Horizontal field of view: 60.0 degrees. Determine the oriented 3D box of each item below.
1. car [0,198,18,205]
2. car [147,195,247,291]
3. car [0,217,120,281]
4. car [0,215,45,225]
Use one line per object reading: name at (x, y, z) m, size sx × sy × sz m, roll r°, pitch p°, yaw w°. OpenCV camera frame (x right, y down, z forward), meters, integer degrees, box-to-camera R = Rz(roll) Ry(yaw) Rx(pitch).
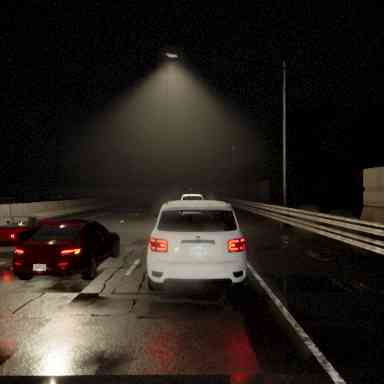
car at (-17.704, 1.340, 30.355) m, size 2.097 × 1.767 × 4.553 m, roll 0°, pitch 0°, yaw 0°
car at (0.093, 1.222, 9.146) m, size 2.150 × 2.045 × 5.566 m, roll 0°, pitch 0°, yaw 0°
car at (-3.415, 1.527, 9.770) m, size 1.812 × 1.442 × 4.674 m, roll 0°, pitch 0°, yaw 0°
car at (-6.924, 1.602, 13.974) m, size 1.895 × 1.301 × 4.718 m, roll 0°, pitch 0°, yaw 0°
